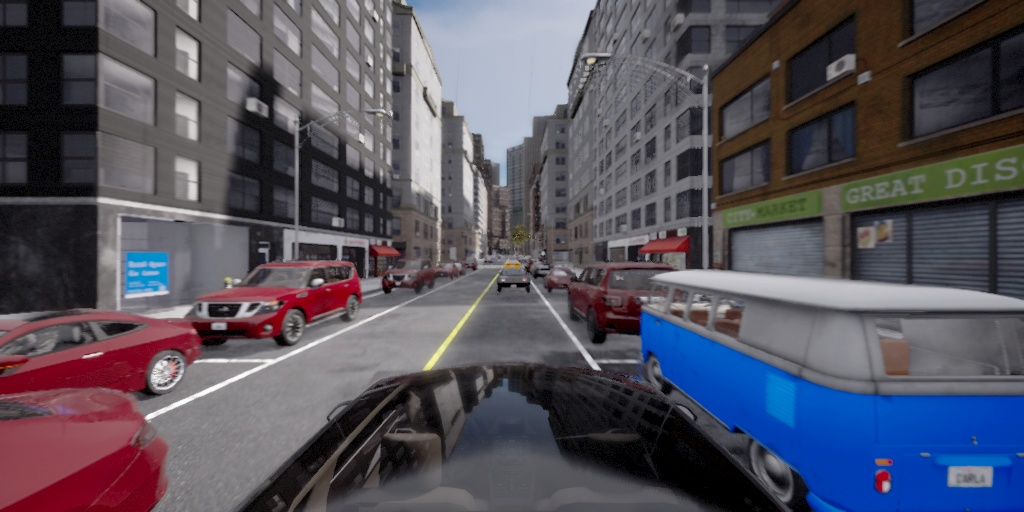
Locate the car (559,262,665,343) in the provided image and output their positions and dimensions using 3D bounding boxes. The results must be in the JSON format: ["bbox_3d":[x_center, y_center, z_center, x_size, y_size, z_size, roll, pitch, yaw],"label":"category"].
[{"bbox_3d":[2.761,1.067,9.563,2.192,1.841,5.009,0,0,0],"label":"car"}]

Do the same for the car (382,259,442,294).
[{"bbox_3d":[-5.768,1.068,20.670,2.192,1.841,5.009,0,0,0],"label":"car"}]

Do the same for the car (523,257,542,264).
[{"bbox_3d":[2.751,1.050,42.881,2.192,1.841,5.009,0,0,0],"label":"car"}]

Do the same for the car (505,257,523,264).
[{"bbox_3d":[0.088,1.208,44.780,1.882,1.535,5.008,0,0,0],"label":"car"}]

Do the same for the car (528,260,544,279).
[{"bbox_3d":[2.754,1.318,31.774,1.948,1.339,4.313,0,0,0],"label":"car"}]

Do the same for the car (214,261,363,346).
[{"bbox_3d":[-5.764,1.065,9.565,2.192,1.841,5.009,0,0,0],"label":"car"}]

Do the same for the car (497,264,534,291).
[{"bbox_3d":[0.094,1.355,21.916,1.895,1.301,4.718,0,0,0],"label":"car"}]

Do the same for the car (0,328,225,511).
[{"bbox_3d":[-3.091,1.275,0.369,1.812,1.442,4.674,0,0,0],"label":"car"}]

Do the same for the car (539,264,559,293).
[{"bbox_3d":[2.757,1.336,20.668,1.802,1.307,4.207,0,0,0],"label":"car"}]

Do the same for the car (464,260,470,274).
[{"bbox_3d":[-5.773,1.325,37.330,1.802,1.307,4.207,0,0,0],"label":"car"}]

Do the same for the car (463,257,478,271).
[{"bbox_3d":[-5.776,1.036,48.436,2.192,1.841,5.009,0,0,0],"label":"car"}]

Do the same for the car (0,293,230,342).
[{"bbox_3d":[-5.763,1.332,4.014,1.802,1.307,4.207,0,0,0],"label":"car"}]

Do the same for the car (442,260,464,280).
[{"bbox_3d":[-5.771,1.296,31.778,1.888,1.381,4.507,0,0,0],"label":"car"}]

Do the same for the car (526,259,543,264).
[{"bbox_3d":[2.752,1.270,37.496,1.751,1.417,4.829,0,0,0],"label":"car"}]

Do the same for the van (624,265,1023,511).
[{"bbox_3d":[2.763,1.092,4.012,1.690,1.789,3.998,0,0,0],"label":"van"}]
